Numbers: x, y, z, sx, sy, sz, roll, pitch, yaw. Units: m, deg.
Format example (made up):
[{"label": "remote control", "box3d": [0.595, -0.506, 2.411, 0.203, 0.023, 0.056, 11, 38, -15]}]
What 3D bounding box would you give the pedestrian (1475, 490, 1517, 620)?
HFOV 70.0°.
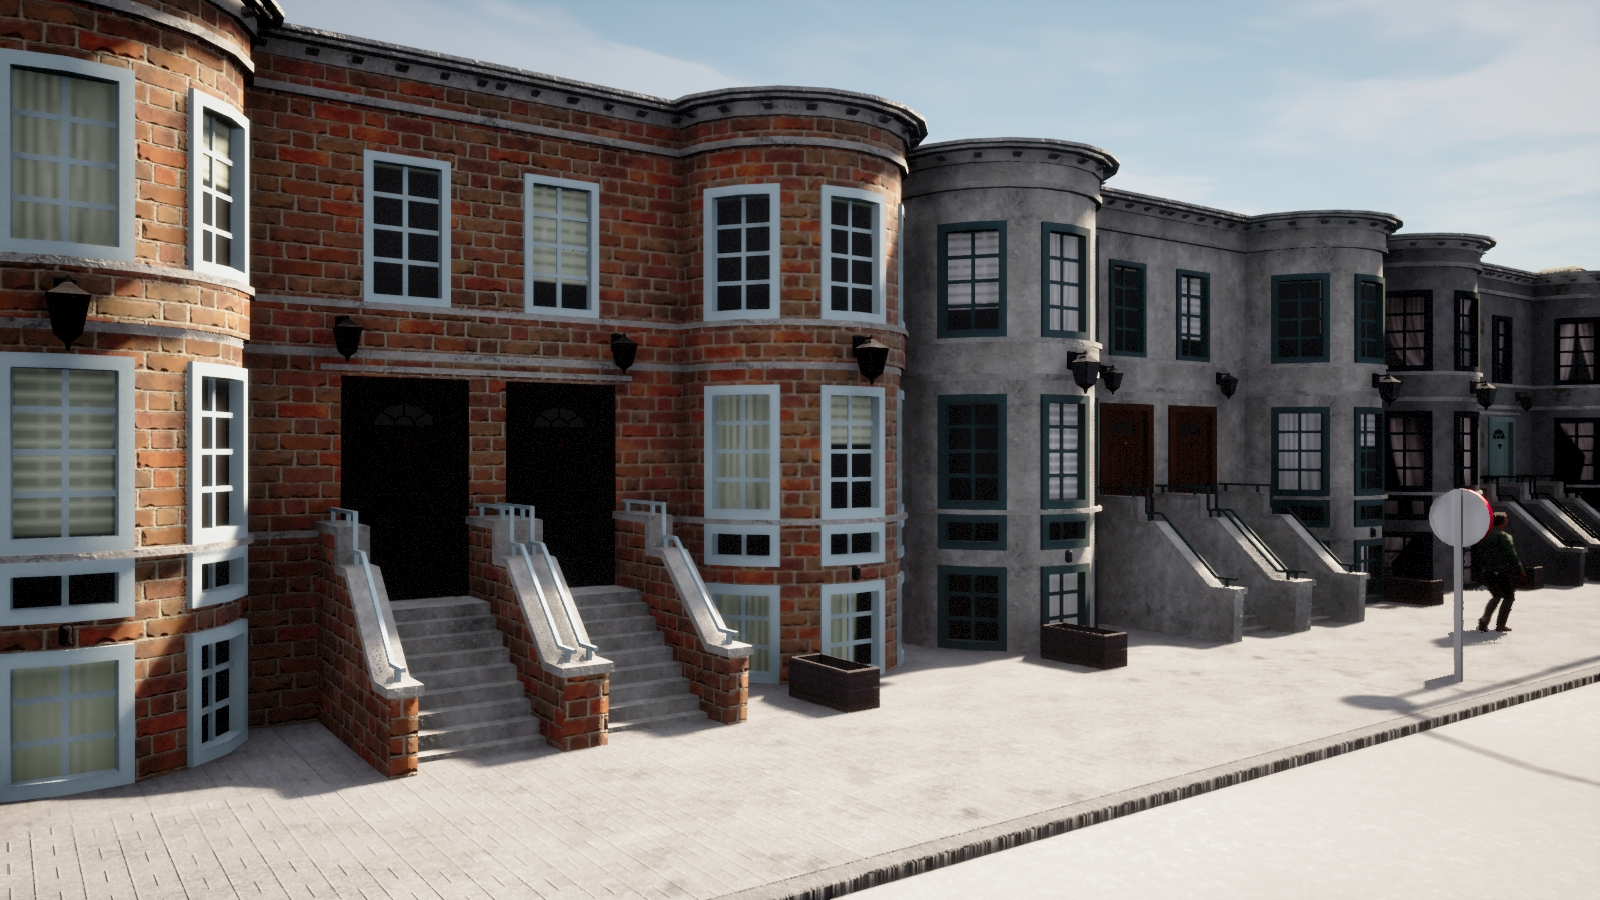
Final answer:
[{"label": "pedestrian", "box3d": [10.180, 1.524, 16.715, 0.375, 1.860, 0.375, 0, 0, -21]}]
